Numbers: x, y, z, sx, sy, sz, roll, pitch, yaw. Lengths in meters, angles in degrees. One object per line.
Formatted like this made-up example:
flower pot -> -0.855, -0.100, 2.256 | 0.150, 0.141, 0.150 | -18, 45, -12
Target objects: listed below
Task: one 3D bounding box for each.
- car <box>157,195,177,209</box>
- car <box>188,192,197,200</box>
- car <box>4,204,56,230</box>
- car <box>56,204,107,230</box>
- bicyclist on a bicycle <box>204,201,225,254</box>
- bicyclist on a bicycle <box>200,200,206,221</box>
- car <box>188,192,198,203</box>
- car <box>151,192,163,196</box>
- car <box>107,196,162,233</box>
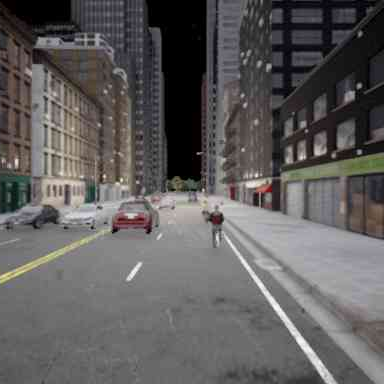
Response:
car -> -3.090, 1.412, 41.978 | 1.812, 1.442, 4.674 | 0, 0, 0
car -> 0.114, 0.981, 81.792 | 2.150, 2.045, 5.566 | 0, 0, 0
car -> -9.814, 1.475, 20.947 | 1.812, 1.442, 4.674 | 0, 0, 0
car -> -6.564, 1.472, 20.943 | 1.812, 1.442, 4.674 | 0, 0, 0
bicyclist on a bicycle -> 0.912, 1.334, 12.421 | 0.659, 1.776, 1.843 | 0, 0, 0
bicyclist on a bicycle -> 0.943, 1.372, 22.614 | 0.866, 1.612, 1.509 | 0, 0, 0
car -> 0.180, 1.298, 66.137 | 2.128, 1.511, 4.902 | 0, 0, 0
car -> -6.430, 1.077, 62.135 | 2.150, 2.045, 5.566 | 0, 0, 1
car -> -3.122, 1.300, 19.198 | 2.097, 1.767, 4.553 | 0, 0, 0
